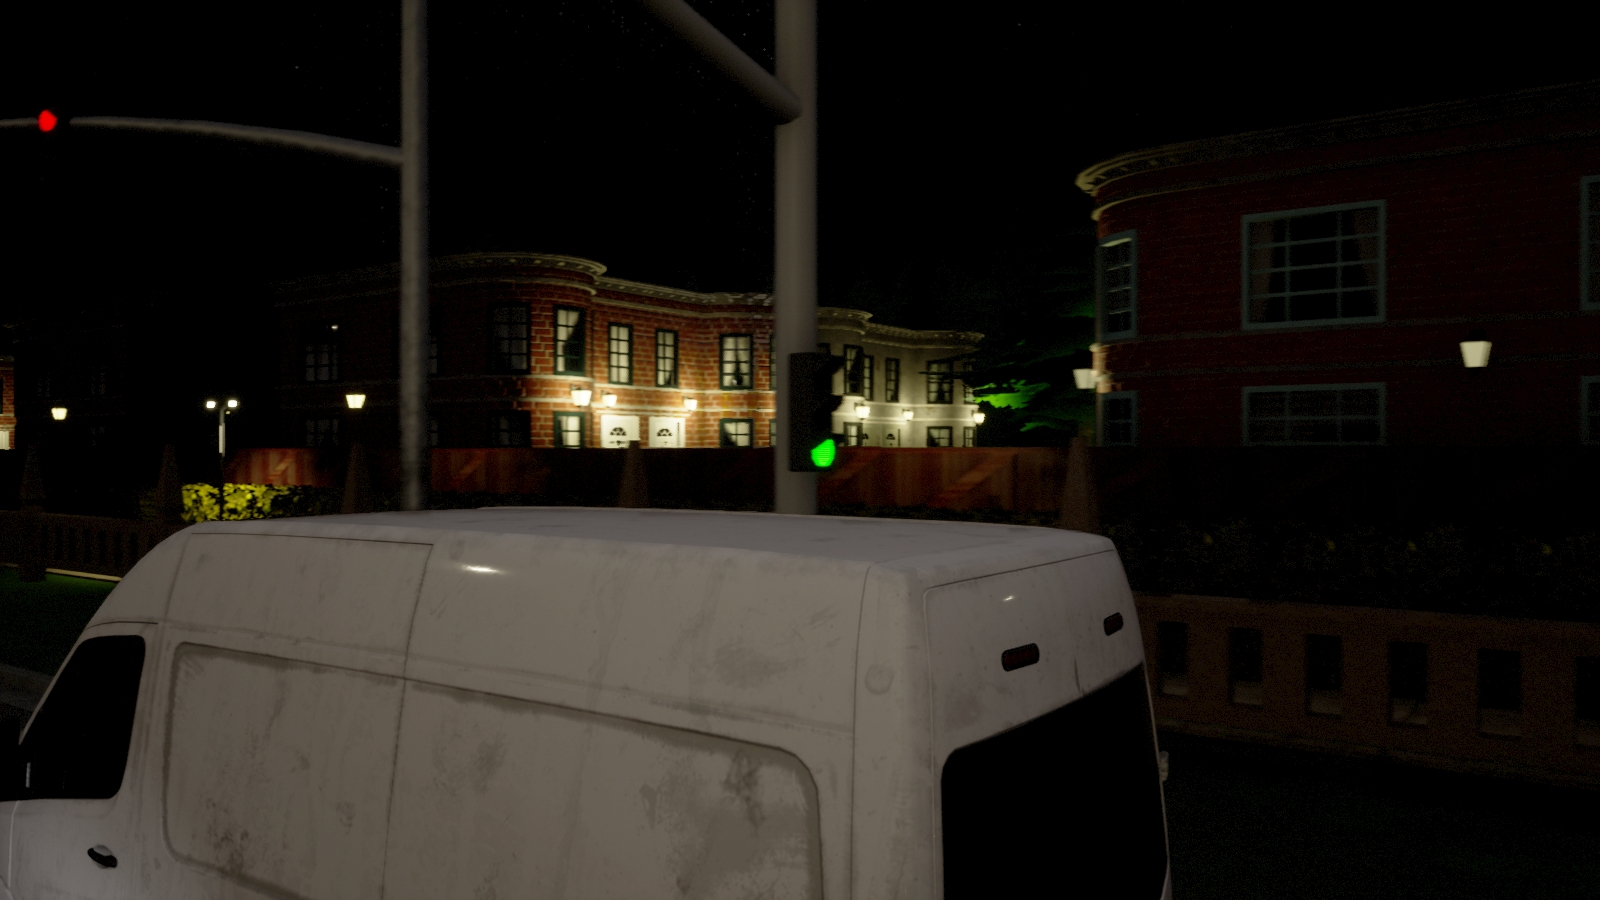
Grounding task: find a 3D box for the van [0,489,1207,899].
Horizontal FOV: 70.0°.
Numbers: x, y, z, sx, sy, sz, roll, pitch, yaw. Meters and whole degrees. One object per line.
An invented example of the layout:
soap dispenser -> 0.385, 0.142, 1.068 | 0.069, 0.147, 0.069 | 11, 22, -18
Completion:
van -> -1.572, 1.537, 4.873 | 5.915, 2.561, 1.988 | 0, 0, 35
